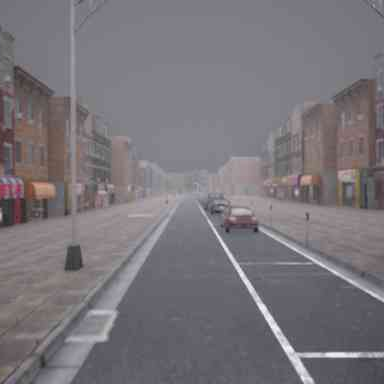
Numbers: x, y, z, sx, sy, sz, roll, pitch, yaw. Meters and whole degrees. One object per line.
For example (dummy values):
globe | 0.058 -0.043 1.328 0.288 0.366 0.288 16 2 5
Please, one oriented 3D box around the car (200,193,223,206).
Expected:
car | 2.299 0.965 34.315 2.192 1.841 5.009 0 0 -1

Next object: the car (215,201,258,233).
car | 2.467 1.382 17.918 1.802 1.307 4.206 0 1 -1

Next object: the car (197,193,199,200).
car | 2.135 1.089 50.717 1.947 1.339 4.313 0 0 -1

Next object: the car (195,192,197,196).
car | 2.024 1.031 61.651 1.802 1.307 4.206 0 0 -1

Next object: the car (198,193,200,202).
car | 2.190 1.108 45.250 1.887 1.381 4.507 0 0 -1

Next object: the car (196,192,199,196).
car | 2.077 1.010 56.353 1.752 1.417 4.829 0 0 -1

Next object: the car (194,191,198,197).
car | 1.968 0.855 67.115 1.967 1.590 4.097 0 0 -1

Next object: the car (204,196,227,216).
car | 2.356 1.264 28.851 1.947 1.339 4.313 0 1 -1
